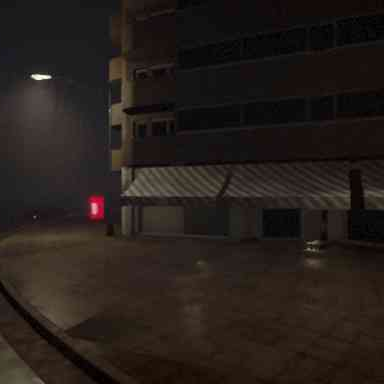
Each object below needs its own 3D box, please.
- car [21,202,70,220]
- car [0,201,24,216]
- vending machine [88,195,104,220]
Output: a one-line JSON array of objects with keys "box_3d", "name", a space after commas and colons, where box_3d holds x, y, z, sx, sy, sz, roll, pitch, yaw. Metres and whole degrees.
[{"box_3d": [-12.791, 1.749, 29.753, 1.895, 1.301, 4.718, 0, 0, 6], "name": "car"}, {"box_3d": [-19.000, 1.667, 35.080, 2.128, 1.511, 4.902, 0, 0, 13], "name": "car"}, {"box_3d": [-8.213, 1.337, 28.530, 1.100, 2.100, 0.880, 0, 0, 5], "name": "vending machine"}]
